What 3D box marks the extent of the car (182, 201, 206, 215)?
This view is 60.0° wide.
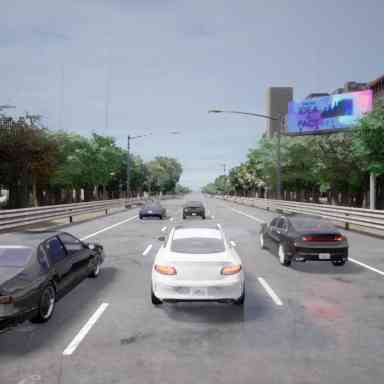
[{"bbox_3d":[0.171,1.504,28.580,1.837,1.490,4.892,0,0,0],"label":"car"}]

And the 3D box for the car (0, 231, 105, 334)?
[{"bbox_3d":[-3.383,1.547,7.083,2.033,1.411,5.357,0,0,0],"label":"car"}]

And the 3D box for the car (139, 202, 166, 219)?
[{"bbox_3d":[-3.331,1.563,28.630,1.994,1.385,4.181,0,0,0],"label":"car"}]

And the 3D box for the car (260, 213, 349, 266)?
[{"bbox_3d":[3.628,1.504,11.519,1.837,1.490,4.892,0,0,0],"label":"car"}]

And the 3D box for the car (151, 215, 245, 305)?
[{"bbox_3d":[0.119,1.526,7.976,1.812,1.442,4.674,0,0,0],"label":"car"}]
